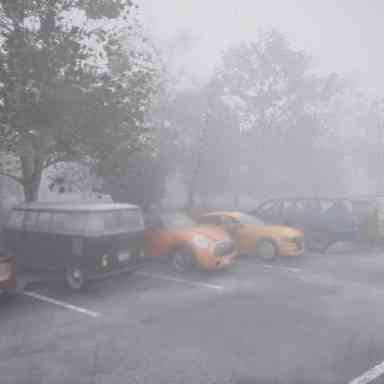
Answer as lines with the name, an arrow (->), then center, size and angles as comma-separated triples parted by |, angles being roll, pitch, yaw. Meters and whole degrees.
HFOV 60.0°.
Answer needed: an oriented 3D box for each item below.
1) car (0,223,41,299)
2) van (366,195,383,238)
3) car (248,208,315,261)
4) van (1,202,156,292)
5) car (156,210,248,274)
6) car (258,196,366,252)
car -> -5.685, 1.515, 7.154 | 4.792, 1.488, 2.163 | -1, -1, 34
van -> 6.298, 1.249, 15.794 | 4.442, 1.987, 1.878 | -1, 0, 35
car -> 1.575, 1.483, 12.306 | 5.008, 1.535, 2.097 | -1, -1, 34
van -> -3.347, 1.262, 8.920 | 4.442, 1.987, 1.878 | -1, 0, 35
car -> -0.860, 1.360, 10.597 | 4.553, 1.767, 2.185 | -1, -1, 35
car -> 3.959, 1.228, 14.033 | 5.566, 2.045, 2.435 | -1, 0, 34
